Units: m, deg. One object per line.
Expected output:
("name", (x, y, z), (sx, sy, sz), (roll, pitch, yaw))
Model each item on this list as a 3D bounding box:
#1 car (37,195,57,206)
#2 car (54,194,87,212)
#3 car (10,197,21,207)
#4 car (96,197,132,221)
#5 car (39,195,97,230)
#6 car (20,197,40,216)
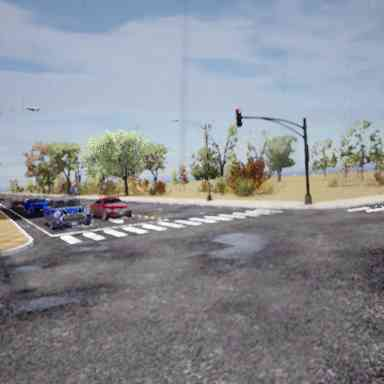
("car", (-20.423, 1.215, 46.805), (1.895, 1.301, 4.718), (-5, 3, -32))
("car", (-12.640, 1.086, 34.360), (2.128, 1.511, 4.902), (-5, 3, -32))
("car", (-25.619, 1.456, 49.052), (1.895, 1.301, 4.718), (-5, 3, -32))
("car", (-5.820, 1.102, 23.528), (1.812, 1.442, 4.674), (-5, 3, -32))
("car", (-7.721, 1.166, 20.371), (2.097, 1.767, 4.553), (-5, 3, -31))
("car", (-14.543, 1.309, 31.297), (1.882, 1.535, 5.008), (-5, 2, -32))
